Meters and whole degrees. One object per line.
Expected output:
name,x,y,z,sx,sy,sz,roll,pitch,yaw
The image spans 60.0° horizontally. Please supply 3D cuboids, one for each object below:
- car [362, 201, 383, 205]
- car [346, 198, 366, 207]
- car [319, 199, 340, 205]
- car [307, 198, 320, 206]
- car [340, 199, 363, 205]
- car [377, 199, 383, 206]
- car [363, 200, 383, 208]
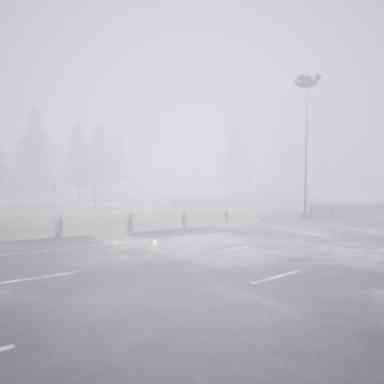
car,28.907,2.121,51.418,5.357,1.411,2.033,2,0,-39
car,34.354,2.234,69.536,4.553,1.767,2.097,3,-1,-40
car,24.236,2.033,56.628,4.718,1.301,1.895,2,0,-39
car,21.891,1.864,59.220,4.892,1.490,1.837,2,0,-39
car,26.611,2.008,54.066,4.892,1.490,1.837,2,0,-39
car,46.264,2.612,79.411,4.902,1.511,2.128,3,-1,-40
car,36.695,2.476,66.936,4.902,1.511,2.128,3,-1,-40
